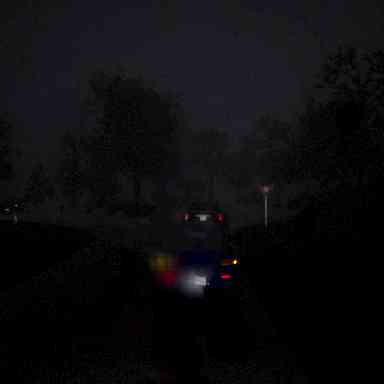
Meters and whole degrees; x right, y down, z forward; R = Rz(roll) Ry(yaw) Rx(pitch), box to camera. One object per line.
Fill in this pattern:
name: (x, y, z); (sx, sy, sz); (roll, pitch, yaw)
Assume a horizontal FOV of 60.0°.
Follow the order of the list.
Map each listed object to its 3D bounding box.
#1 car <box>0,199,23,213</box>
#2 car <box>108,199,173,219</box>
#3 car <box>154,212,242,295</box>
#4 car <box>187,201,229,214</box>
car: (-18.545, 1.382, 34.057); (1.895, 1.301, 4.718); (0, 0, -22)
car: (-4.032, 1.309, 26.172); (5.008, 1.535, 1.882); (0, 1, -3)
car: (0.137, 1.470, 8.474); (1.812, 1.442, 4.674); (0, 0, 1)
car: (0.841, 1.238, 17.607); (2.097, 1.767, 4.553); (0, 0, 9)
